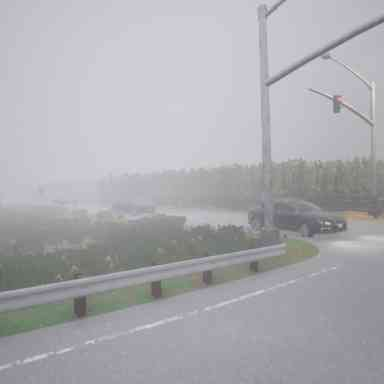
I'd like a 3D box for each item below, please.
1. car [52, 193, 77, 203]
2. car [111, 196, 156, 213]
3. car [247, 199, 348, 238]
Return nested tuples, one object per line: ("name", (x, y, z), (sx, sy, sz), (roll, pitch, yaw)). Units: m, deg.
("car", (-15.132, 0.911, 39.311), (1.812, 1.442, 4.674), (-3, 2, -41))
("car", (-4.816, 1.089, 27.136), (1.882, 1.535, 5.008), (-3, 2, -40))
("car", (4.575, 1.088, 15.150), (1.837, 1.490, 4.892), (-2, 1, -31))
